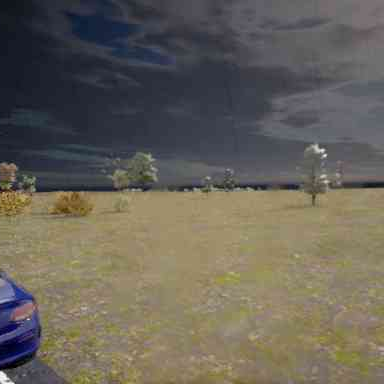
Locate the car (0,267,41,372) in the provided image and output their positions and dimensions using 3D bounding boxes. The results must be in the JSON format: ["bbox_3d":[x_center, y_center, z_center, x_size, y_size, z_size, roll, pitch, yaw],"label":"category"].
[{"bbox_3d":[-3.825,1.543,4.871,4.674,1.442,1.812,-1,1,44],"label":"car"}]
